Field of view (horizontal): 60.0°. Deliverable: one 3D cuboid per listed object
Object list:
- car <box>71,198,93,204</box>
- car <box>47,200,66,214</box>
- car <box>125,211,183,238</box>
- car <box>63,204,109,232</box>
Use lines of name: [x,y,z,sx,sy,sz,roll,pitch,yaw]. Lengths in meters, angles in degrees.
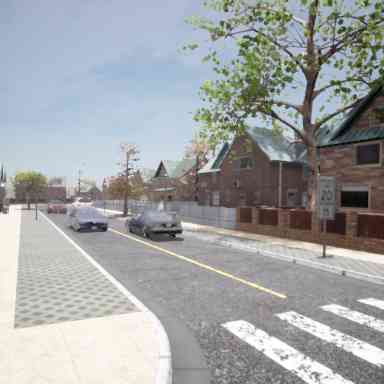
car: [-14.011,1.764,42.328,2.150,2.045,5.566,2,-1,-27]
car: [-17.272,1.826,42.439,2.097,1.767,4.553,2,-1,-27]
car: [-2.362,1.828,19.494,2.033,1.411,5.357,2,-1,-27]
car: [-6.944,1.782,21.981,2.033,1.411,5.357,2,-1,-27]
